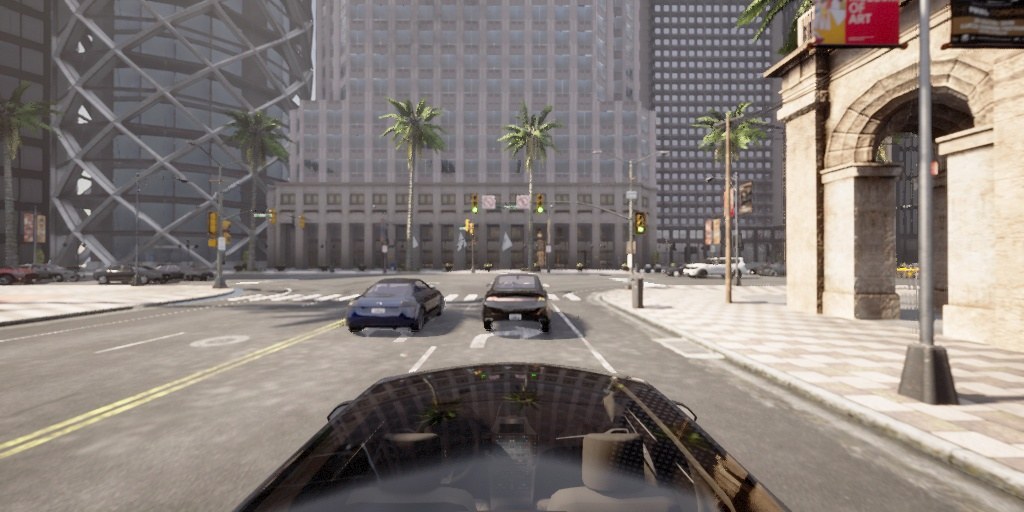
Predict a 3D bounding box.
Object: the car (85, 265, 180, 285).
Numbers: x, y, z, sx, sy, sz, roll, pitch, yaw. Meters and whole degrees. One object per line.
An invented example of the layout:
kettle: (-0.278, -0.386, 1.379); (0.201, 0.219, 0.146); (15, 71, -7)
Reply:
car: (-29.454, 1.420, 27.965); (4.892, 1.490, 1.837); (0, 0, -4)

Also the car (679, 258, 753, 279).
car: (19.976, 1.183, 35.293); (5.566, 2.045, 2.150); (0, 0, 0)

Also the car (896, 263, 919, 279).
car: (40.411, 1.438, 35.209); (5.008, 1.535, 1.882); (0, 0, 0)

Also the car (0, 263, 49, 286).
car: (-38.388, 1.258, 26.436); (4.553, 1.767, 2.097); (0, 0, -21)

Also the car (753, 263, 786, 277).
car: (28.818, 1.547, 38.756); (4.181, 1.385, 1.994); (0, 0, 0)

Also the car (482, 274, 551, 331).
car: (0.183, 1.303, 11.289); (2.128, 1.511, 4.902); (0, 0, 2)

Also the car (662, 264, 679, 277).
car: (18.855, 1.488, 38.794); (4.892, 1.490, 1.837); (0, 0, 0)

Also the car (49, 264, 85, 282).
car: (-39.056, 1.419, 29.842); (4.902, 1.511, 2.128); (0, 0, -19)

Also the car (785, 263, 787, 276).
car: (29.960, 1.525, 35.257); (4.181, 1.385, 1.994); (0, 0, 0)

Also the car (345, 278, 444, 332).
car: (-3.413, 1.374, 11.171); (1.994, 1.385, 4.181); (0, 0, 0)

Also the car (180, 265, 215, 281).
car: (-29.453, 1.485, 31.513); (5.357, 1.411, 2.033); (0, 0, -3)
